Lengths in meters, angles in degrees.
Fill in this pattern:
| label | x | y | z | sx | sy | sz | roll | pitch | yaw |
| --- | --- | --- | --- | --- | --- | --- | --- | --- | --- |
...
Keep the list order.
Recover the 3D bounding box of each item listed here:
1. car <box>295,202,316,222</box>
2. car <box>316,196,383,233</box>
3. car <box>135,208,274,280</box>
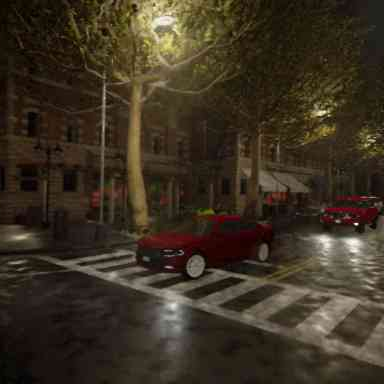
| label | x | y | z | sx | sy | sz | roll | pitch | yaw |
| --- | --- | --- | --- | --- | --- | --- | --- | --- | --- |
| car | 9.810 | 1.573 | 26.201 | 2.231 | 1.521 | 4.892 | 2 | 0 | 40 |
| car | 10.150 | 1.352 | 21.110 | 2.150 | 2.045 | 5.566 | 2 | 0 | 41 |
| car | 0.596 | 1.432 | 10.105 | 1.882 | 1.535 | 5.008 | 2 | 0 | 44 |
